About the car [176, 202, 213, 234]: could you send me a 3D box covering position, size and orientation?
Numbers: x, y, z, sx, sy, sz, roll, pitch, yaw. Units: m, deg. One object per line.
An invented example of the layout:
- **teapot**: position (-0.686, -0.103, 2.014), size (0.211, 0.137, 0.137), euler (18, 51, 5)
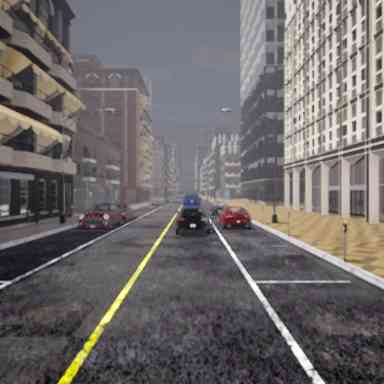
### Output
- **car**: position (0.052, 1.536, 19.154), size (1.812, 1.442, 4.674), euler (0, 0, 0)

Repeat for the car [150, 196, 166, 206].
- **car**: position (-5.823, 1.594, 55.043), size (2.008, 1.369, 4.403), euler (0, 0, 0)

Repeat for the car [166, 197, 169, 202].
- **car**: position (-5.836, 1.601, 60.691), size (2.008, 1.369, 4.403), euler (0, 0, 0)

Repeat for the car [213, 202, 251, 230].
- **car**: position (2.640, 1.555, 21.171), size (1.887, 1.381, 4.507), euler (0, 0, 0)

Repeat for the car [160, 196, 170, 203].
- **car**: position (-5.917, 1.647, 73.608), size (1.802, 1.307, 4.206), euler (0, 0, 0)

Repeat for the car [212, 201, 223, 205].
- **car**: position (2.612, 1.569, 32.469), size (2.008, 1.369, 4.403), euler (0, 0, 0)

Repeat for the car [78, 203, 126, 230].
- **car**: position (-5.741, 1.454, 21.151), size (1.967, 1.590, 4.097), euler (0, 0, 0)

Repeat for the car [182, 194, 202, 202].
- **car**: position (0.003, 1.247, 40.877), size (2.150, 2.045, 5.566), euler (0, 0, 0)

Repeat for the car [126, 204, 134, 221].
- **car**: position (-5.754, 1.600, 26.800), size (1.802, 1.307, 4.206), euler (0, 0, 0)

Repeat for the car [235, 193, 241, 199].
- **car**: position (14.469, 1.110, 93.619), size (5.009, 1.841, 2.192), euler (-1, 1, -1)
